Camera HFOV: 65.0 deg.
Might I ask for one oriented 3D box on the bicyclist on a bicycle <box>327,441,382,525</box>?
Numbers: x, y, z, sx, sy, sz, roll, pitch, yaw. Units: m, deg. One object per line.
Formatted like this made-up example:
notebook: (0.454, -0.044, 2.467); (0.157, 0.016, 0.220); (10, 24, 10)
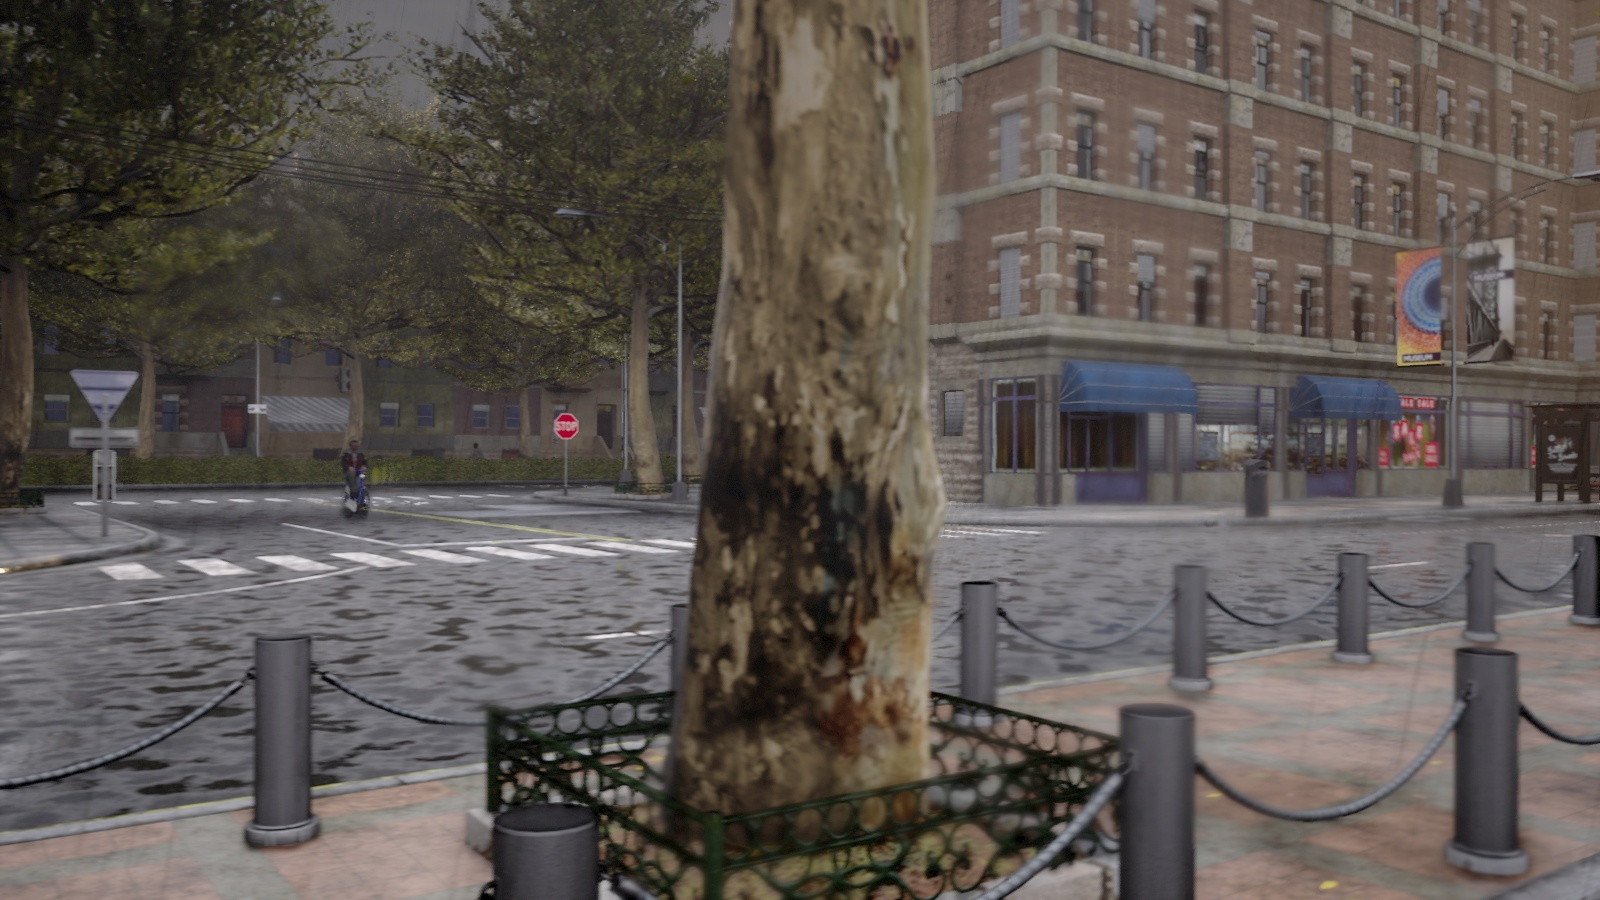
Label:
bicyclist on a bicycle: (-9.821, 0.705, 27.657); (0.659, 1.776, 1.843); (0, 0, -36)
